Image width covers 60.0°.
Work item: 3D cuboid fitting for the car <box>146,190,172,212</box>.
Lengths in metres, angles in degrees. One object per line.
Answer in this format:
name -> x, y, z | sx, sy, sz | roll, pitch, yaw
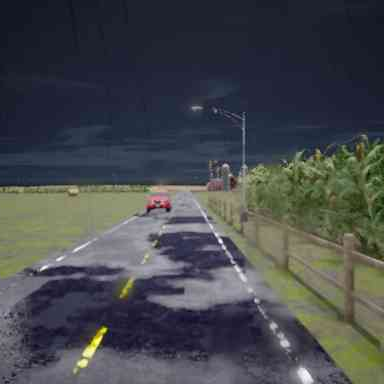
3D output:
car -> -3.188, 0.869, 33.140 | 2.150, 2.045, 5.566 | 0, 1, -1
